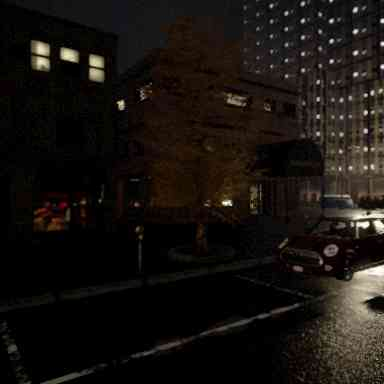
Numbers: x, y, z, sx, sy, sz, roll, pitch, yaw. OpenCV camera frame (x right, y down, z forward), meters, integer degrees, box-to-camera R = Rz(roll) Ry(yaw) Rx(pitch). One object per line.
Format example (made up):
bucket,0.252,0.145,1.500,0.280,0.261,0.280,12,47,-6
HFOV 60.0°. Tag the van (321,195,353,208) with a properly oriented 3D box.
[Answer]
van,18.472,1.316,42.494,1.690,1.788,3.998,0,0,-35

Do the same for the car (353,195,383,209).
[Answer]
car,21.651,1.299,37.956,2.192,1.841,5.009,0,0,-35

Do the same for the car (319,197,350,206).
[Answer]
car,22.158,1.502,51.842,1.802,1.307,4.206,0,0,-35

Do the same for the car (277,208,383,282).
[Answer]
car,4.338,1.437,9.677,4.097,1.590,1.967,0,0,-36
